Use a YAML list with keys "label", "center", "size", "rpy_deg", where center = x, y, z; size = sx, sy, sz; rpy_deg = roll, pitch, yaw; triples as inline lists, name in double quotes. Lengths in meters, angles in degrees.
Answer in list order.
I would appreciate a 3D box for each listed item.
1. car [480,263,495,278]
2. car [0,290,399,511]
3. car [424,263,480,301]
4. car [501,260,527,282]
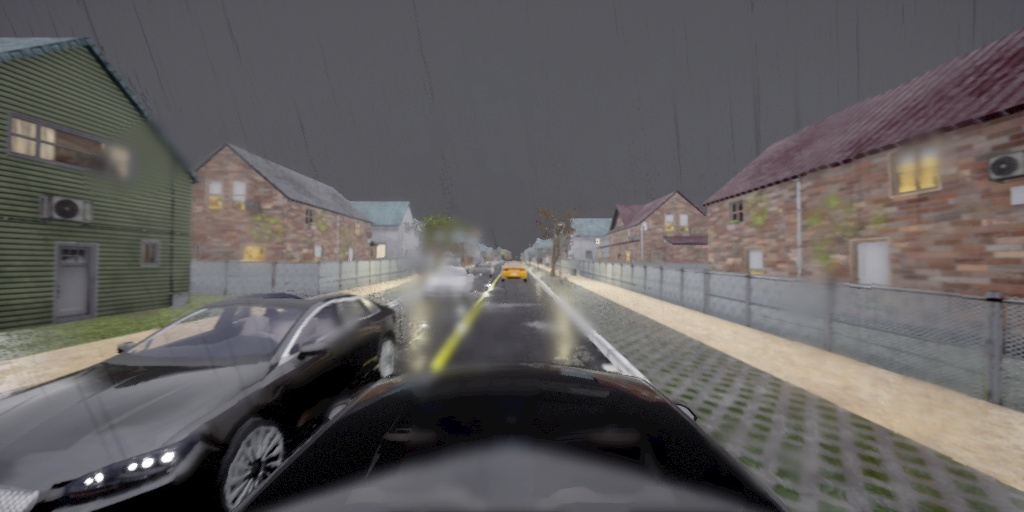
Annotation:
- label: "car"
  center: [-2.612, 1.252, 32.503]
  size: [1.895, 1.301, 4.718]
  rpy_deg: [0, 0, 0]
- label: "car"
  center: [-2.846, 1.224, 4.241]
  size: [2.128, 1.511, 4.902]
  rpy_deg: [0, 0, 0]
- label: "car"
  center: [-2.771, 1.210, 16.867]
  size: [1.812, 1.442, 4.674]
  rpy_deg: [0, 0, 1]
- label: "car"
  center: [0.180, 1.142, 28.330]
  size: [1.882, 1.535, 5.008]
  rpy_deg: [0, 0, 1]
